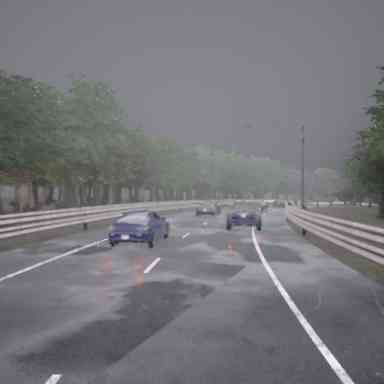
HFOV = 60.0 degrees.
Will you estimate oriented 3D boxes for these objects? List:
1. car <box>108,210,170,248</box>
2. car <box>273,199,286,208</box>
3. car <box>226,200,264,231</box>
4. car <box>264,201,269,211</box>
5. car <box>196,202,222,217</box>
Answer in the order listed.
[{"bbox_3d":[-2.242,1.544,14.837,1.812,1.442,4.674,0,0,7],"label":"car"},{"bbox_3d":[15.735,2.054,58.837,1.837,1.490,4.892,0,-1,30],"label":"car"},{"bbox_3d":[3.400,1.421,21.484,2.097,1.767,4.553,0,0,11],"label":"car"},{"bbox_3d":[8.846,1.786,44.017,2.128,1.511,4.902,0,-1,24],"label":"car"},{"bbox_3d":[1.793,1.707,33.821,1.994,1.385,4.181,0,0,16],"label":"car"}]
